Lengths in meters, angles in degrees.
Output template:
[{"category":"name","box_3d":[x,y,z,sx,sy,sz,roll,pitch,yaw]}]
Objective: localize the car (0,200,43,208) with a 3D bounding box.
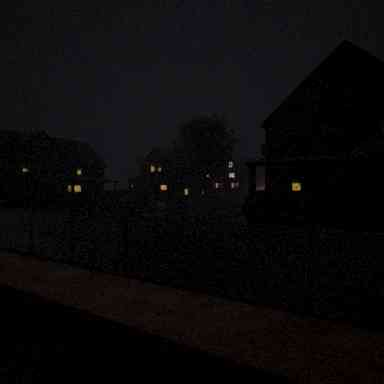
[{"category":"car","box_3d":[-11.984,1.226,20.871,2.033,1.411,5.357,1,2,35]}]

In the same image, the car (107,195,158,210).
[{"category":"car","box_3d":[-5.360,0.958,30.157,2.033,1.411,5.357,1,2,35]}]

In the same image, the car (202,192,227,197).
[{"category":"car","box_3d":[2.870,0.640,41.659,1.994,1.385,4.181,1,2,36]}]
